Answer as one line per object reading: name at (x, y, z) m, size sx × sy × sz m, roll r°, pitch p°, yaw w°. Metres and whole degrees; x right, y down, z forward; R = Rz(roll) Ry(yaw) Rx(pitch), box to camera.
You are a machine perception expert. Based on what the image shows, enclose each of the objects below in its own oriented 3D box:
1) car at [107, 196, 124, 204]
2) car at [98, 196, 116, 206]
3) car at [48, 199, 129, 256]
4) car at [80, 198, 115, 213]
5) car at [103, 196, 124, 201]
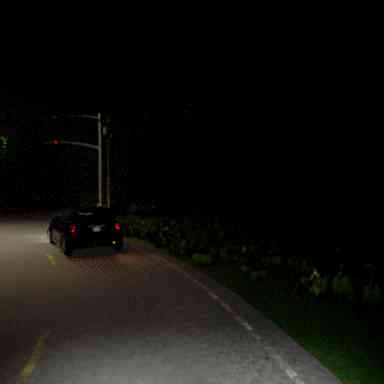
car at (-14.668, 1.548, 63.646) m, size 1.895 × 1.301 × 4.718 m, roll -1°, pitch 0°, yaw -31°
car at (-14.127, 1.467, 55.008) m, size 1.837 × 1.490 × 4.892 m, roll 0°, pitch 0°, yaw -26°
car at (-4.490, 1.356, 13.647) m, size 2.097 × 1.767 × 4.553 m, roll -1°, pitch 0°, yaw -31°
car at (-10.649, 1.518, 38.127) m, size 2.033 × 1.411 × 5.357 m, roll 0°, pitch 0°, yaw 6°
car at (-7.927, 1.439, 33.270) m, size 1.882 × 1.535 × 5.008 m, roll 0°, pitch 0°, yaw 15°
